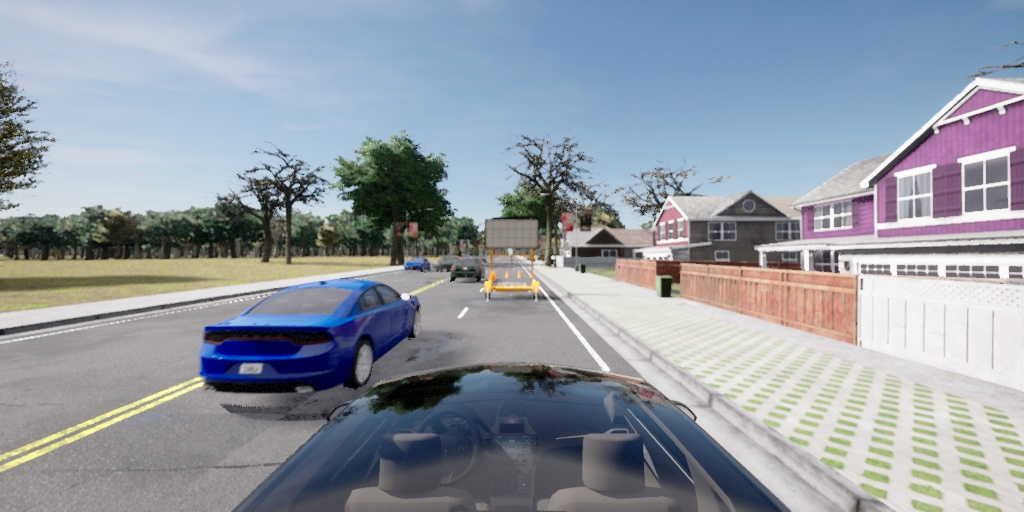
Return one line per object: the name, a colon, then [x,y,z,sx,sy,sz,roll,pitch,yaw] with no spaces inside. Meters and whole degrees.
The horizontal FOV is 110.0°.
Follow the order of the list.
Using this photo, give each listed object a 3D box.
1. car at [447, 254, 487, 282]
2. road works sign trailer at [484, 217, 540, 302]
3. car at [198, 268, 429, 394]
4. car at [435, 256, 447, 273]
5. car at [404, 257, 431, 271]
car: [-3.159,0.861,26.360,2.097,1.767,4.553,0,1,0]
road works sign trailer: [-0.003,0.072,16.066,2.380,3.560,2.880,0,0,0]
car: [-3.150,1.176,6.799,1.882,1.535,5.008,0,1,0]
car: [-6.607,0.762,37.503,2.097,1.767,4.553,0,1,0]
car: [-9.858,0.885,37.736,1.882,1.535,5.008,0,1,0]
